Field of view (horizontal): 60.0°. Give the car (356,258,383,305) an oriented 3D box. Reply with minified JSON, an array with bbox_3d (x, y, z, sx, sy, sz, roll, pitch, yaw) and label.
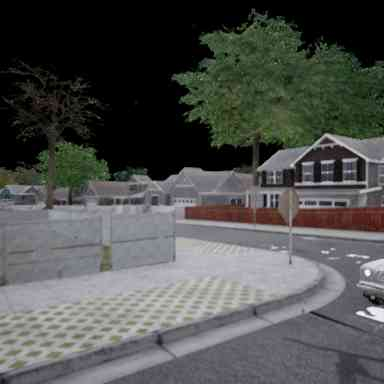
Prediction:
[{"bbox_3d":[5.410,1.600,6.836,4.718,1.301,1.895,1,-1,-36],"label":"car"}]

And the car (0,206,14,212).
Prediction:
[{"bbox_3d":[-41.451,3.912,73.911,5.357,1.411,2.033,-2,-2,40],"label":"car"}]
